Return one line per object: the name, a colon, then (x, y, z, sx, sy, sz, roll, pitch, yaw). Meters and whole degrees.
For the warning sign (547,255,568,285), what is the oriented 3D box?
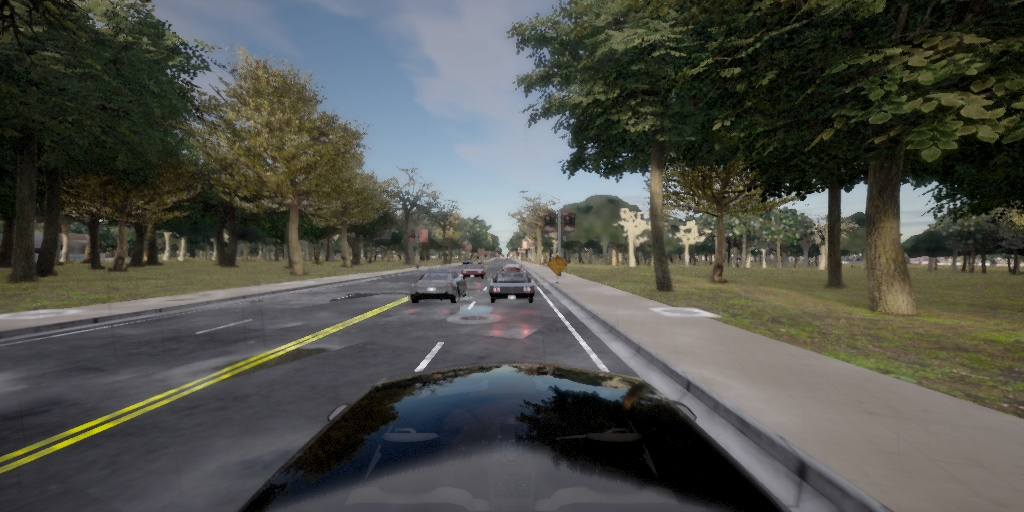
warning sign: (2.850, 0.851, 22.500, 1.300, 1.860, 1.060, 0, 0, 0)

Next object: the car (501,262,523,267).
car: (0.000, 1.264, 31.501, 1.812, 1.442, 4.674, 0, 0, 0)

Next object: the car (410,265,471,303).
car: (-3.250, 1.316, 16.499, 1.994, 1.385, 4.181, 0, 0, 0)

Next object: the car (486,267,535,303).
car: (0.000, 1.360, 16.530, 1.895, 1.301, 4.718, 0, 0, 0)

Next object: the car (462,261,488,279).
car: (-3.250, 1.348, 31.531, 1.895, 1.301, 4.718, 0, 0, 0)
